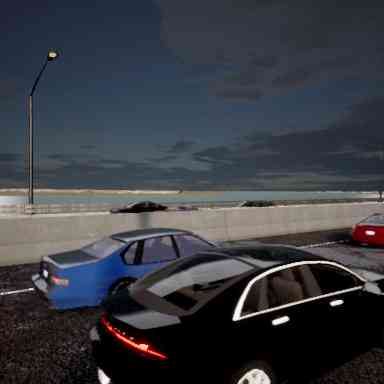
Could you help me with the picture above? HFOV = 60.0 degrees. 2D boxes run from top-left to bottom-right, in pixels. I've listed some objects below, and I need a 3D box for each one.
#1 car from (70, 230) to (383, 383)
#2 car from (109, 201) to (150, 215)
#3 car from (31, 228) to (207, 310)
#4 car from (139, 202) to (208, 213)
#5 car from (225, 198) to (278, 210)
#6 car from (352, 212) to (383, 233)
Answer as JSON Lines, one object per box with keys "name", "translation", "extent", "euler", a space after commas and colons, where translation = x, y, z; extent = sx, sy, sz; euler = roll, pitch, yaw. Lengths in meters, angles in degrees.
{"name": "car", "translation": [1.138, 1.506, 4.556], "extent": [4.892, 1.490, 1.837], "euler": [0, 0, -36]}
{"name": "car", "translation": [-4.190, 1.480, 26.787], "extent": [5.008, 1.535, 1.882], "euler": [0, 0, -35]}
{"name": "car", "translation": [-0.648, 1.548, 7.582], "extent": [5.357, 1.411, 2.033], "euler": [0, 0, -36]}
{"name": "car", "translation": [-1.156, 1.603, 24.651], "extent": [4.718, 1.301, 1.895], "euler": [0, 0, -35]}
{"name": "car", "translation": [4.300, 1.354, 24.222], "extent": [4.553, 1.767, 2.097], "euler": [0, 0, -35]}
{"name": "car", "translation": [8.588, 1.565, 14.149], "extent": [4.181, 1.385, 1.994], "euler": [0, 0, -36]}
